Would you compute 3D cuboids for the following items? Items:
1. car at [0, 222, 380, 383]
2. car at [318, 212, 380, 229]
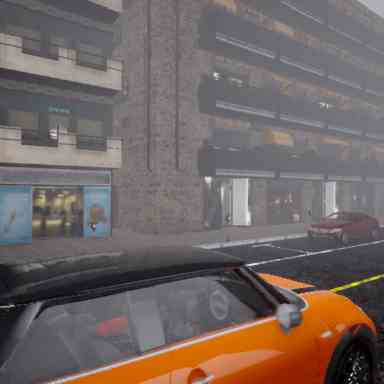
[{"bbox_3d":[-0.097,1.351,3.365,4.553,1.767,2.097,0,0,-35],"label":"car"},{"bbox_3d":[7.172,1.583,15.538,4.206,1.307,1.802,0,0,-35],"label":"car"}]
